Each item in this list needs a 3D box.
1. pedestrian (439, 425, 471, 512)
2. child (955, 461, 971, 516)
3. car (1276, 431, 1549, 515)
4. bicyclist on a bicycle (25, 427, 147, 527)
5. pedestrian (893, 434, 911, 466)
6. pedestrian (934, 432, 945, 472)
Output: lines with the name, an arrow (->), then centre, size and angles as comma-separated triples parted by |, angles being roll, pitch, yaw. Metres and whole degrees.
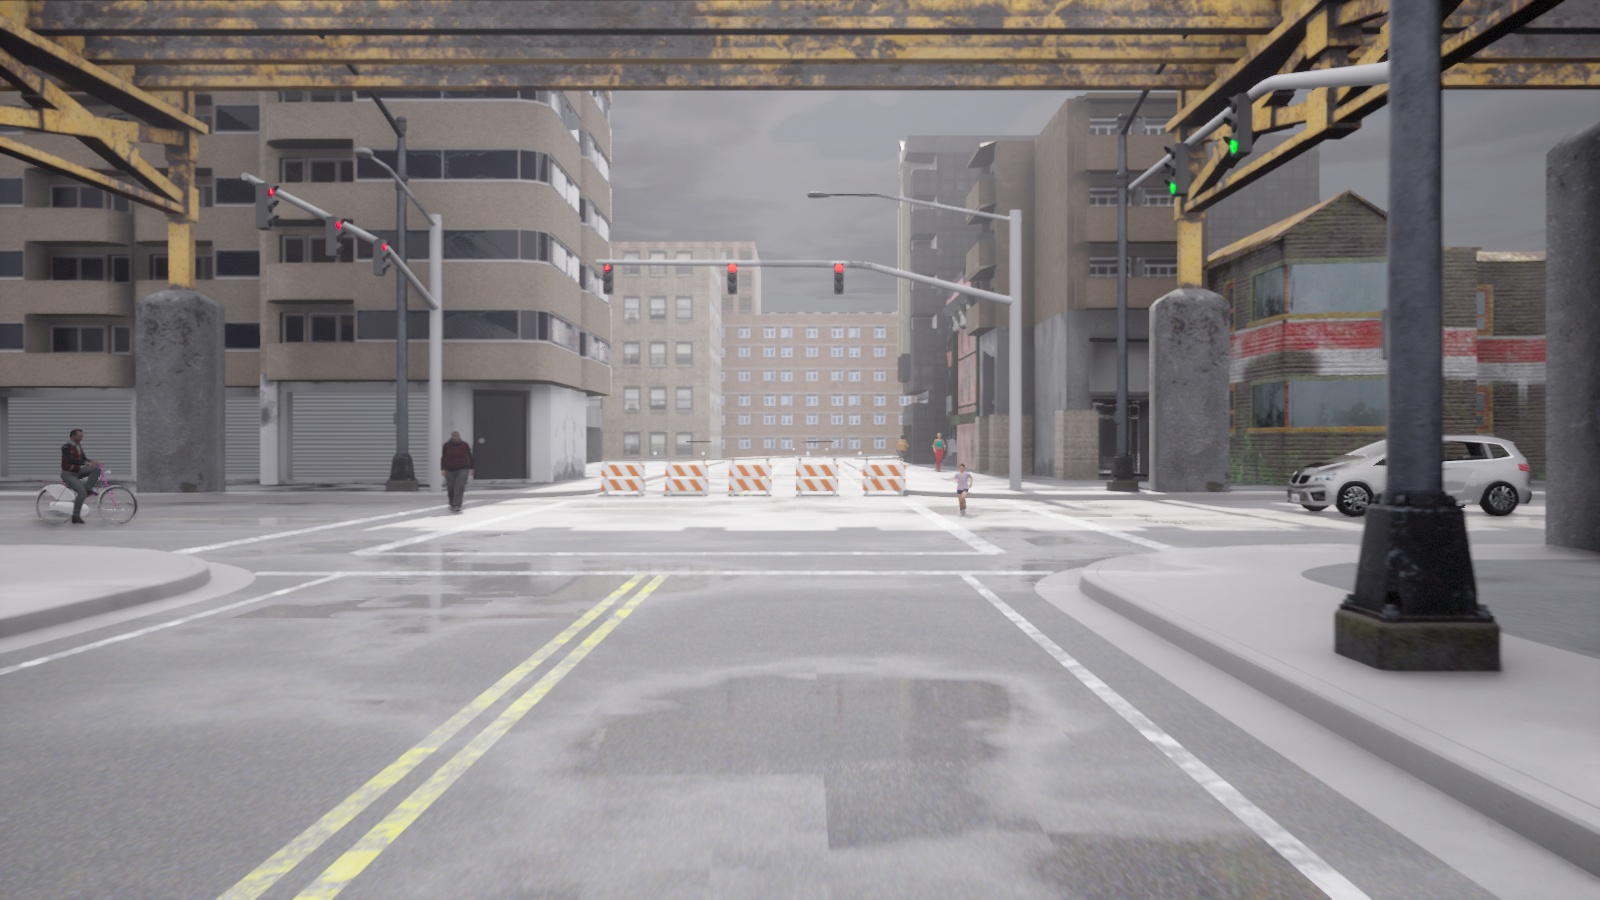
pedestrian -> -7.383, 0.388, 26.881 | 0.634, 1.844, 0.899 | 0, 0, -15
child -> 3.324, 0.780, 25.630 | 0.255, 1.110, 0.394 | 0, 0, 20
car -> 12.661, 0.453, 26.218 | 4.611, 1.667, 2.242 | 0, 0, 0
bicyclist on a bicycle -> -12.915, 0.479, 22.746 | 1.843, 1.776, 0.659 | 0, 0, 0
pedestrian -> 5.888, 0.008, 72.476 | 0.874, 1.855, 0.900 | 0, 0, -4
pedestrian -> 6.487, 0.087, 58.431 | 0.345, 1.836, 0.594 | 0, 0, -7
